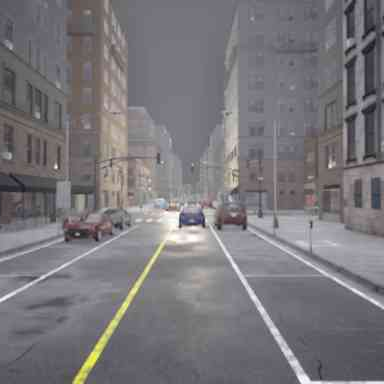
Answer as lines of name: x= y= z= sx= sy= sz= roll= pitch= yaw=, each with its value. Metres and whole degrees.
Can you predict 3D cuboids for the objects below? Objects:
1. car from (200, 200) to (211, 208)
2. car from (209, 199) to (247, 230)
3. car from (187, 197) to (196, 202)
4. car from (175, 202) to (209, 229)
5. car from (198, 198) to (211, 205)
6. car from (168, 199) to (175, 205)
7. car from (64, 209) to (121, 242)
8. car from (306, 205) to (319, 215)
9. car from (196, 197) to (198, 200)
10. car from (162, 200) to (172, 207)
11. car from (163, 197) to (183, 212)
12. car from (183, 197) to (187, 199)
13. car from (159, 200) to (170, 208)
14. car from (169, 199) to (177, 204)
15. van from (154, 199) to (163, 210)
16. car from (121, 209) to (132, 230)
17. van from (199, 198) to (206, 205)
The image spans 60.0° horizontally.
car: x=2.710 y=2.374 z=66.194 sx=2.008 sy=1.369 sz=4.403 roll=0 pitch=-1 yaw=0
car: x=2.640 y=1.610 z=23.423 sx=2.192 sy=1.841 sz=5.009 roll=0 pitch=-1 yaw=0
car: x=0.013 y=2.385 z=83.044 sx=2.097 sy=1.767 sz=4.553 roll=0 pitch=-1 yaw=0
car: x=-0.001 y=1.787 z=24.571 sx=1.882 sy=1.535 sz=5.008 roll=0 pitch=-1 yaw=0
car: x=2.714 y=2.072 z=60.791 sx=2.192 sy=1.841 sz=5.009 roll=0 pitch=-1 yaw=0
car: x=-5.386 y=2.611 z=87.648 sx=1.752 sy=1.417 sz=4.829 roll=0 pitch=-1 yaw=0
car: x=-5.385 y=1.771 z=17.911 sx=1.887 sy=1.381 sz=4.507 roll=0 pitch=-1 yaw=0
car: x=15.516 y=1.931 z=38.293 sx=4.674 sy=1.442 sz=1.812 roll=0 pitch=-1 yaw=0
car: x=2.697 y=2.337 z=82.415 sx=2.192 sy=1.841 sz=5.009 roll=0 pitch=-1 yaw=0
car: x=-5.393 y=2.434 z=71.600 sx=1.887 sy=1.381 sz=4.507 roll=0 pitch=-1 yaw=0
car: x=-2.793 y=1.964 z=48.998 sx=2.097 sy=1.767 sz=4.553 roll=0 pitch=-1 yaw=-2
car: x=-2.738 y=2.422 z=76.085 sx=1.882 sy=1.535 sz=5.008 roll=0 pitch=-1 yaw=0
car: x=-5.395 y=2.389 z=66.194 sx=1.947 sy=1.339 sz=4.313 roll=0 pitch=-1 yaw=0
car: x=-5.384 y=2.705 z=93.223 sx=2.008 sy=1.369 sz=4.403 roll=0 pitch=-1 yaw=0
van: x=-5.400 y=2.031 z=55.385 sx=1.690 sy=1.788 sz=3.998 roll=0 pitch=-1 yaw=0
car: x=-5.385 y=1.861 z=23.421 sx=1.947 sy=1.339 sz=4.313 roll=0 pitch=-1 yaw=0
van: x=2.693 y=2.429 z=87.820 sx=1.690 sy=1.788 sz=3.998 roll=0 pitch=-1 yaw=0
